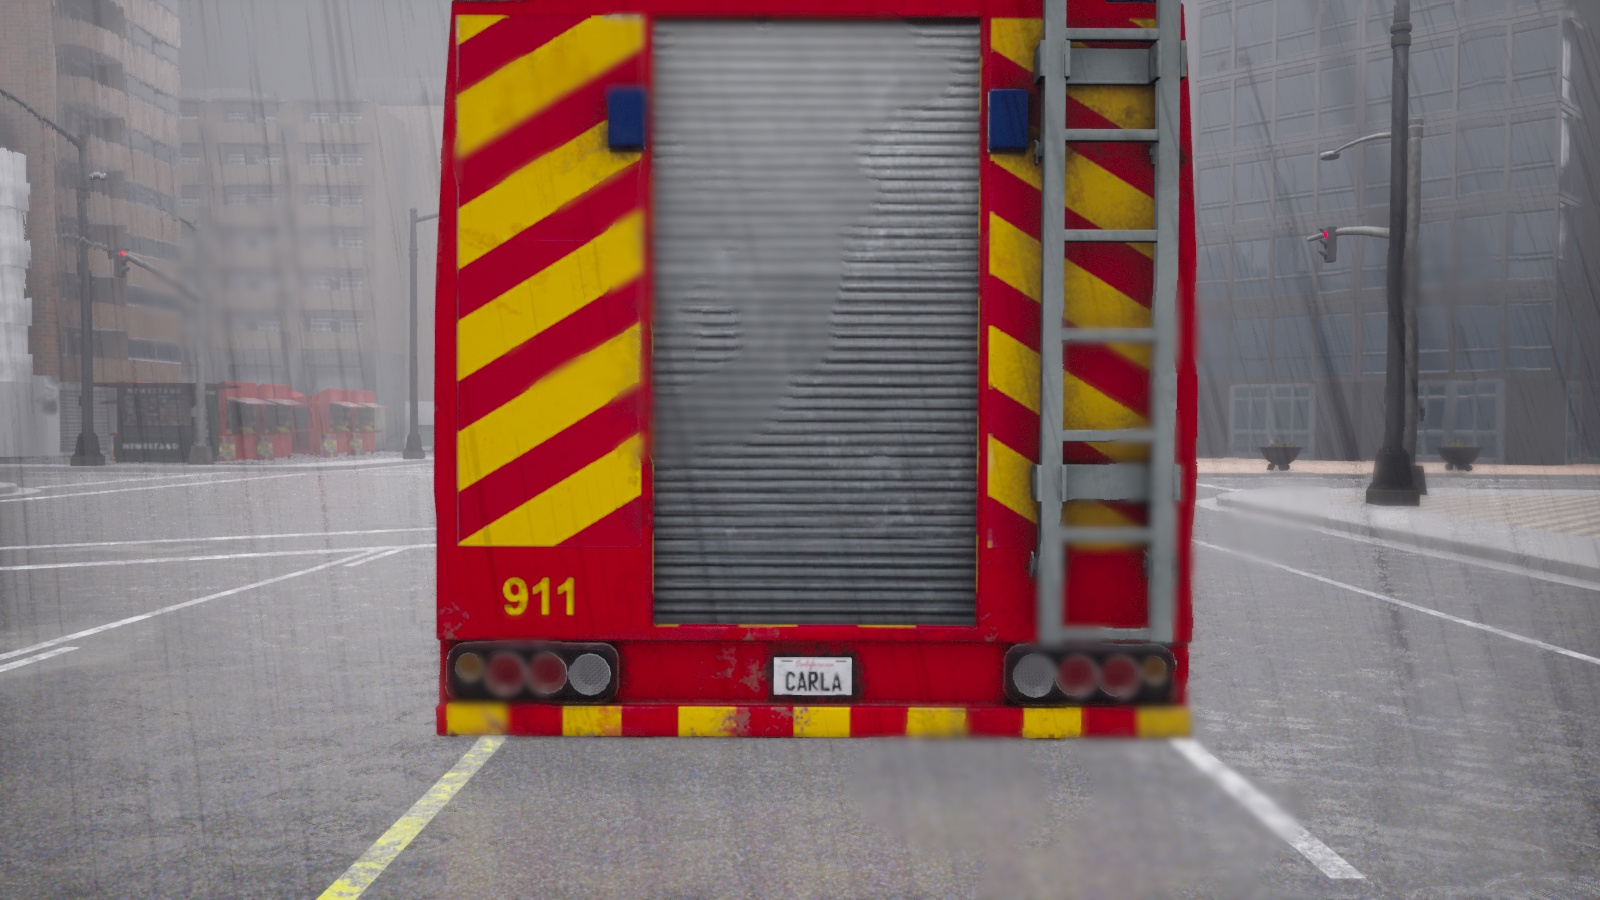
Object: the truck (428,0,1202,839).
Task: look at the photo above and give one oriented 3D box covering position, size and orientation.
[{"bbox_3d":[0.056,-0.528,8.951,2.891,3.827,8.468,0,1,0],"label":"truck"}]
